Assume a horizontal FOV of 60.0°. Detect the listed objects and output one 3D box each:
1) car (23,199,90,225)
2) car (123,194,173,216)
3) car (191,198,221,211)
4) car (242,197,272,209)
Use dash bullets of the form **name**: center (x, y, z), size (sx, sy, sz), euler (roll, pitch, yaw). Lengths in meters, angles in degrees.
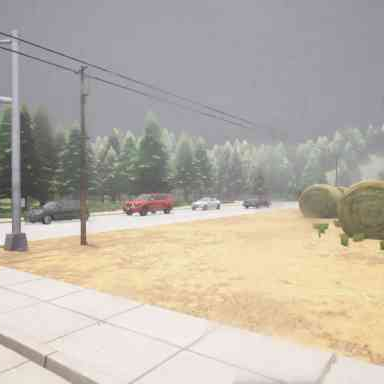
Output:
- **car**: center (-9.918, 1.362, 24.592), size (2.097, 1.767, 4.553), euler (0, 0, 37)
- **car**: center (-4.135, 1.180, 32.369), size (2.150, 2.045, 5.566), euler (0, 0, 37)
- **car**: center (1.778, 1.431, 40.310), size (1.812, 1.442, 4.674), euler (0, 0, 37)
- **car**: center (8.466, 1.411, 43.123), size (2.033, 1.411, 5.357), euler (0, 0, 37)
